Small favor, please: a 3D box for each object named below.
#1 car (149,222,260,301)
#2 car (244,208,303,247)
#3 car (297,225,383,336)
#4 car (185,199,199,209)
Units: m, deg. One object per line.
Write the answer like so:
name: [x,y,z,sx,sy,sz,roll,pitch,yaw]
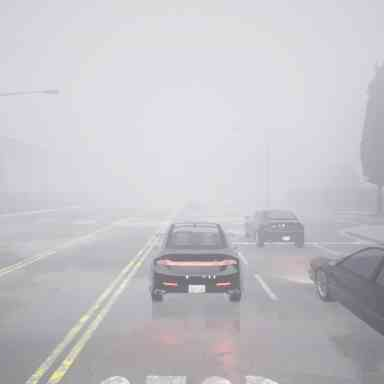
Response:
car: [0.080,1.492,8.287,2.128,1.511,4.902,0,0,0]
car: [3.562,1.505,14.989,1.837,1.490,4.892,0,0,0]
car: [3.587,1.547,5.242,2.033,1.411,5.357,0,0,0]
car: [-0.008,1.601,44.106,1.895,1.301,4.718,0,0,0]
